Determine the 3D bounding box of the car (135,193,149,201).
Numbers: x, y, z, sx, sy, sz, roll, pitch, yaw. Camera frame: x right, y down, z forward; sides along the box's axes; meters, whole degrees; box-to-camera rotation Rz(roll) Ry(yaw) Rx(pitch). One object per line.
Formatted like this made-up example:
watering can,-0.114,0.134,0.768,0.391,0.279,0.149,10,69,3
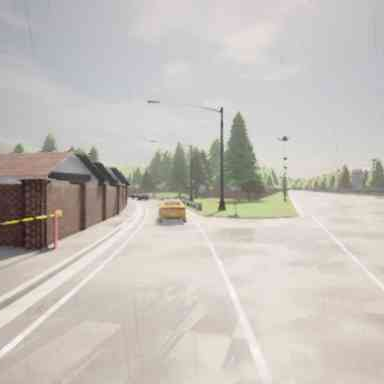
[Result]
car,-9.883,1.026,67.517,1.837,1.490,4.892,0,0,-18

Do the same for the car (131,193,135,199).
car,-12.993,0.892,77.183,1.895,1.301,4.718,0,0,-20

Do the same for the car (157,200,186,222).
car,-1.513,1.302,24.437,1.882,1.535,5.008,0,0,-6
